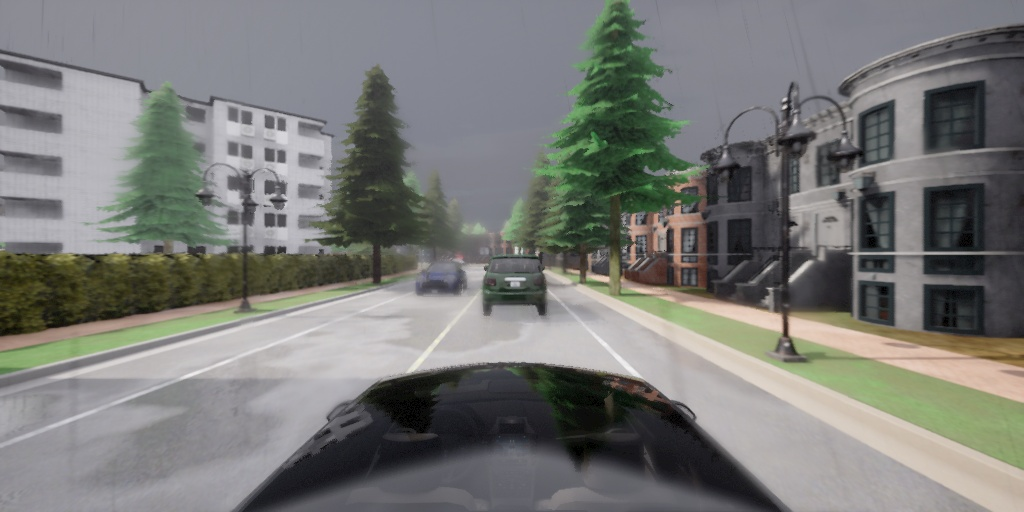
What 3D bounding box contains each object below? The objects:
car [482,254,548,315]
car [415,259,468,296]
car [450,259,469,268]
[{"bbox_3d":[0.101,0.951,13.542,2.150,2.045,5.566,0,0,0],"label":"car"},{"bbox_3d":[-3.600,1.072,18.975,2.097,1.767,4.553,0,0,0],"label":"car"},{"bbox_3d":[-8.872,1.173,60.054,1.812,1.442,4.674,0,0,-26],"label":"car"}]
